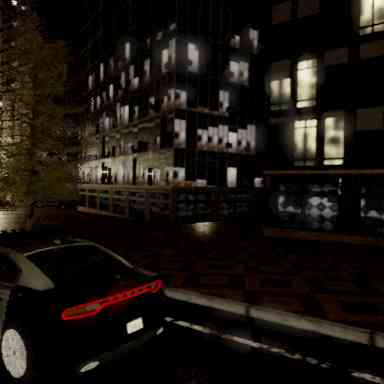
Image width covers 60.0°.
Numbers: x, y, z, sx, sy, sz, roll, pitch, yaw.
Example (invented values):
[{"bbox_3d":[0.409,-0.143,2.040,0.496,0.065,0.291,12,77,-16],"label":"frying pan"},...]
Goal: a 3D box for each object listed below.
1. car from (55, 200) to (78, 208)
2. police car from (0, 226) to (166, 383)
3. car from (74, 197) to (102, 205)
[{"bbox_3d":[-20.442,1.949,55.493,4.507,1.381,1.887,1,1,-34],"label":"car"},{"bbox_3d":[-2.800,1.420,5.559,5.238,1.638,1.930,0,0,35],"label":"police car"},{"bbox_3d":[-20.352,1.768,65.100,4.829,1.417,1.752,1,1,-34],"label":"car"}]
